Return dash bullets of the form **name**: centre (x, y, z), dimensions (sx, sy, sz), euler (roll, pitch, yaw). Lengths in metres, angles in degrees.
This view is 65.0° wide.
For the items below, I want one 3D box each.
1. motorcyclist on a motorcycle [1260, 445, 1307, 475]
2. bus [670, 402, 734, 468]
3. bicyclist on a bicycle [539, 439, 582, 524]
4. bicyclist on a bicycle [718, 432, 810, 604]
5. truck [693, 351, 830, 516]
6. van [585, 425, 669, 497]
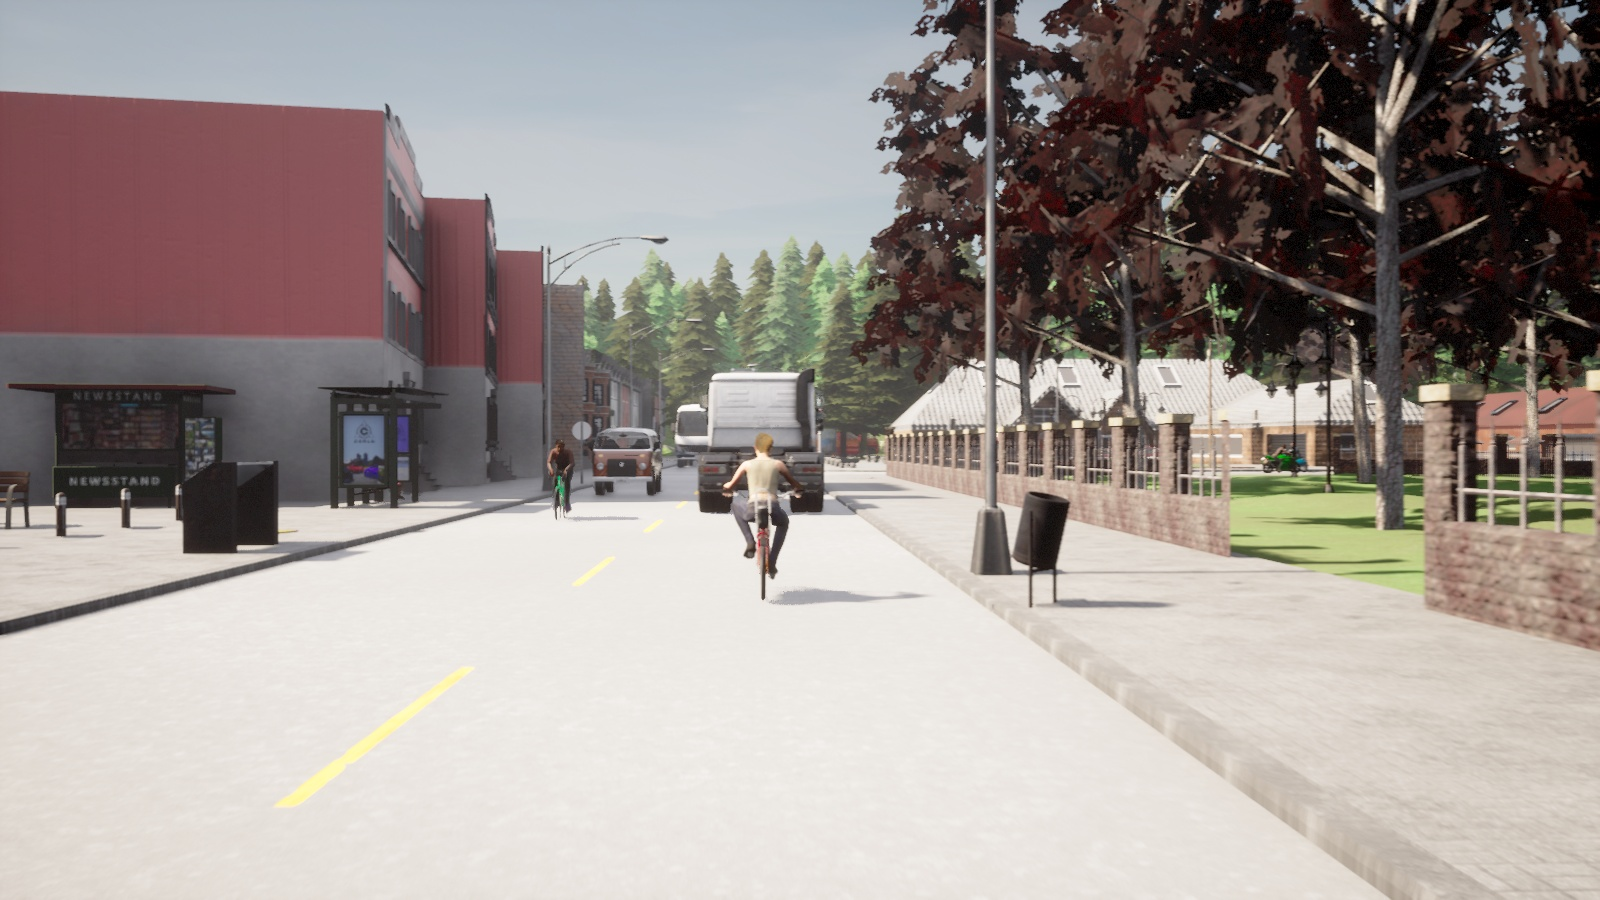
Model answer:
- **motorcyclist on a motorcycle**: centre (24.312, 0.487, 63.179), dimensions (2.044, 1.523, 0.797), euler (0, 0, -3)
- **bus**: centre (-6.655, -0.980, 86.628), dimensions (3.944, 4.253, 10.273), euler (0, 0, -2)
- **bicyclist on a bicycle**: centre (-4.740, 0.598, 24.955), dimensions (0.582, 1.620, 1.656), euler (0, 1, -2)
- **bicyclist on a bicycle**: centre (-0.356, 0.633, 12.526), dimensions (0.866, 1.612, 1.509), euler (0, 0, -2)
- **truck**: centre (-0.903, -0.357, 30.383), dimensions (2.891, 3.462, 7.936), euler (0, 0, -1)
- **van**: centre (-5.150, 0.319, 37.980), dimensions (2.069, 2.038, 4.480), euler (0, 0, -2)
